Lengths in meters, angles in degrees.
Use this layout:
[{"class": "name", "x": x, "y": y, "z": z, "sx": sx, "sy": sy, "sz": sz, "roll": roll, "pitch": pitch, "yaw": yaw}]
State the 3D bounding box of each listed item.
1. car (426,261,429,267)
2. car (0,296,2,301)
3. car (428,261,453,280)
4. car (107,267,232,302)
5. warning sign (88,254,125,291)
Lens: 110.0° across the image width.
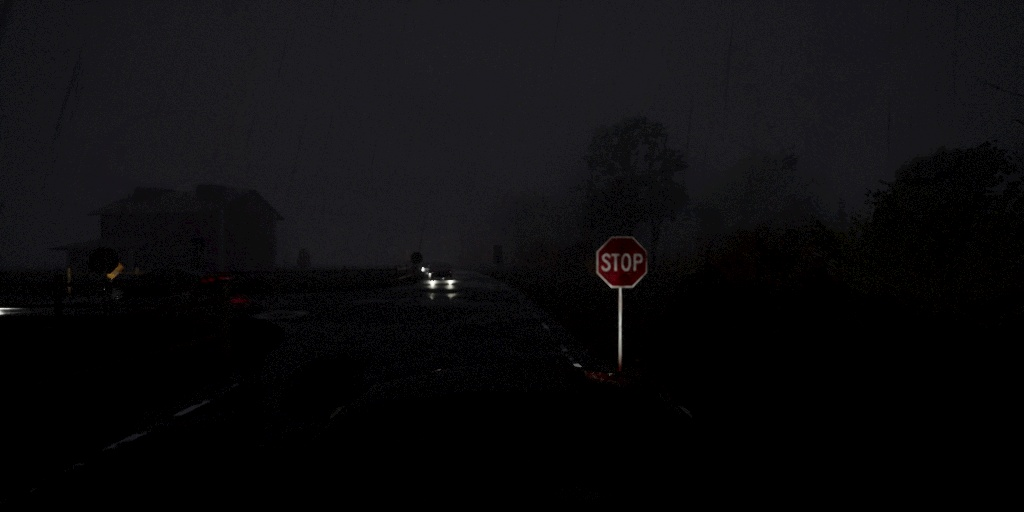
[{"class": "car", "x": -10.191, "y": 1.407, "z": 48.344, "sx": 1.837, "sy": 1.490, "sz": 4.892, "roll": 0, "pitch": 0, "yaw": -16}, {"class": "car", "x": -23.229, "y": 1.400, "z": 14.092, "sx": 4.181, "sy": 1.385, "sz": 1.994, "roll": 0, "pitch": 0, "yaw": -1}, {"class": "car", "x": -6.525, "y": 1.332, "z": 33.159, "sx": 1.882, "sy": 1.535, "sz": 5.008, "roll": 0, "pitch": 0, "yaw": -12}, {"class": "car", "x": -16.317, "y": 1.294, "z": 17.151, "sx": 5.008, "sy": 1.535, "sz": 1.882, "roll": 0, "pitch": 0, "yaw": 0}, {"class": "warning sign", "x": -21.710, "y": 0.935, "z": 19.418, "sx": 1.060, "sy": 1.860, "sz": 1.300, "roll": 0, "pitch": 0, "yaw": -1}]
